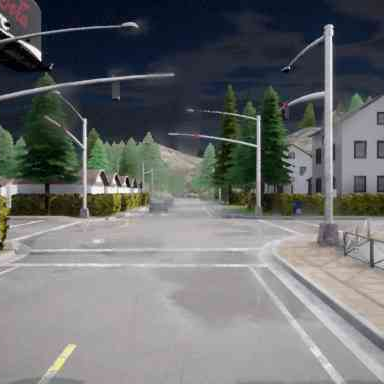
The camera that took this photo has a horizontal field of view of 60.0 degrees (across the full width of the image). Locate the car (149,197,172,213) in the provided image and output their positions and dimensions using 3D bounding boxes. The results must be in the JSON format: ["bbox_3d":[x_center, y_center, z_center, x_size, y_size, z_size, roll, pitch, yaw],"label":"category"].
[{"bbox_3d":[-3.596,1.526,36.770,1.812,1.442,4.674,0,0,0],"label":"car"}]

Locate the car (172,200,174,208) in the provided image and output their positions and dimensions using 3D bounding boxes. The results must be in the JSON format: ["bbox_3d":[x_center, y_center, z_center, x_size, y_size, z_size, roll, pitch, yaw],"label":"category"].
[{"bbox_3d":[-3.591,1.505,47.085,1.837,1.490,4.892,0,0,0],"label":"car"}]
